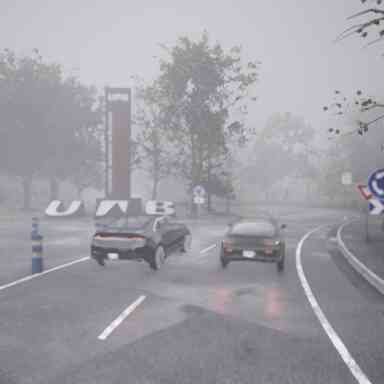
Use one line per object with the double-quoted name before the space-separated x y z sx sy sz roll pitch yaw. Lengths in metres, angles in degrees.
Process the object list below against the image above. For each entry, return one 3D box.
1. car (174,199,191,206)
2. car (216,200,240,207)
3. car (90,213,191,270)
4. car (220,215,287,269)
"car" -1.467 1.868 58.580 4.718 1.301 1.895 0 0 18
"car" 6.248 1.831 57.969 4.181 1.385 1.994 0 0 38
"car" -1.418 1.450 10.916 2.128 1.511 4.902 0 0 15
"car" 2.116 1.483 11.004 1.812 1.442 4.674 0 0 16
